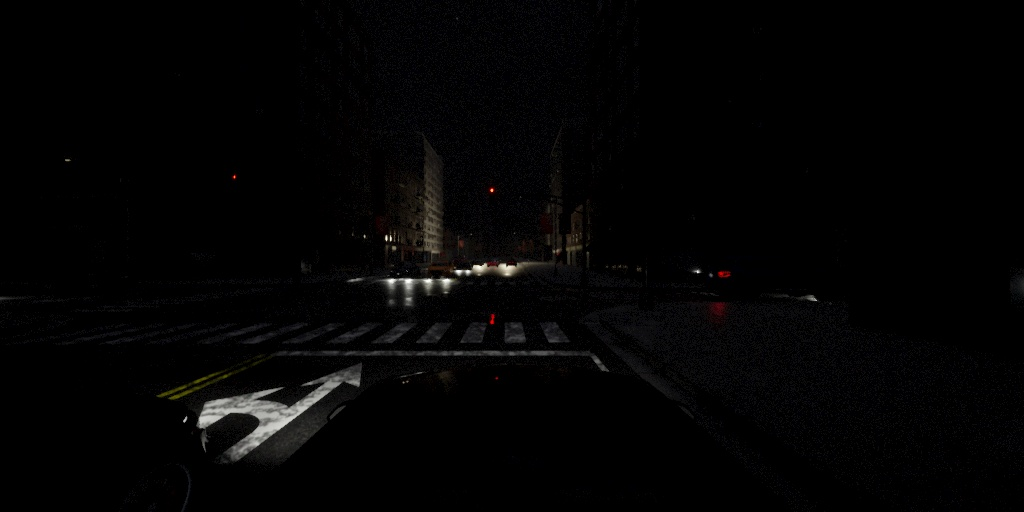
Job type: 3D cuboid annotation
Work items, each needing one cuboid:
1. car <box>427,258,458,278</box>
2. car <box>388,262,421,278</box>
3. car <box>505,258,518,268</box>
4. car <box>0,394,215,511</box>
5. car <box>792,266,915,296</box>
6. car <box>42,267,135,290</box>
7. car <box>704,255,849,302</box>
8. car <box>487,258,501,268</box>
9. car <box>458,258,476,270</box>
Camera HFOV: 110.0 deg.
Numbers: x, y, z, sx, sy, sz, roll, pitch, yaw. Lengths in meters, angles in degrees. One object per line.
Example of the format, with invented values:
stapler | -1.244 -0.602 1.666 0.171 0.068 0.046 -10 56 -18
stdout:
car | -6.647 1.222 33.917 1.882 1.535 5.008 0 1 0
car | -9.897 1.271 33.544 1.812 1.442 4.674 0 1 0
car | -0.093 1.237 62.235 1.837 1.490 4.892 0 0 0
car | -3.243 1.276 0.818 1.812 1.442 4.674 0 0 0
car | 18.224 1.302 19.294 4.892 1.490 1.837 0 0 0
car | -25.404 1.327 21.630 4.313 1.339 1.948 0 0 0
car | 12.045 0.998 16.705 5.566 2.045 2.150 0 0 4
car | -3.344 1.332 62.677 1.895 1.301 4.718 0 0 0
car | -6.663 1.301 50.484 1.994 1.385 4.181 0 0 0
